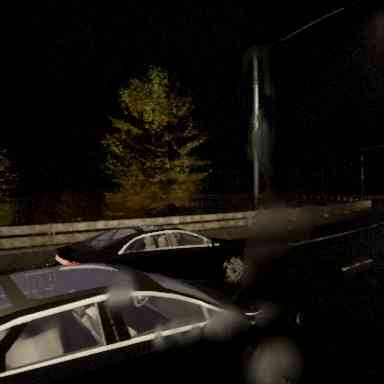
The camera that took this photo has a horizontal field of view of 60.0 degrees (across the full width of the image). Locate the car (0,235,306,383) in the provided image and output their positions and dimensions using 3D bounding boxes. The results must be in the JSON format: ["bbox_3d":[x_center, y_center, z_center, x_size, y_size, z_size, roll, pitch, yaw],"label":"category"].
[{"bbox_3d":[-0.854,1.508,3.308,4.902,1.511,2.128,0,0,-36],"label":"car"}]

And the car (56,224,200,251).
[{"bbox_3d":[-0.684,1.520,7.831,4.902,1.511,2.128,0,0,-37],"label":"car"}]
